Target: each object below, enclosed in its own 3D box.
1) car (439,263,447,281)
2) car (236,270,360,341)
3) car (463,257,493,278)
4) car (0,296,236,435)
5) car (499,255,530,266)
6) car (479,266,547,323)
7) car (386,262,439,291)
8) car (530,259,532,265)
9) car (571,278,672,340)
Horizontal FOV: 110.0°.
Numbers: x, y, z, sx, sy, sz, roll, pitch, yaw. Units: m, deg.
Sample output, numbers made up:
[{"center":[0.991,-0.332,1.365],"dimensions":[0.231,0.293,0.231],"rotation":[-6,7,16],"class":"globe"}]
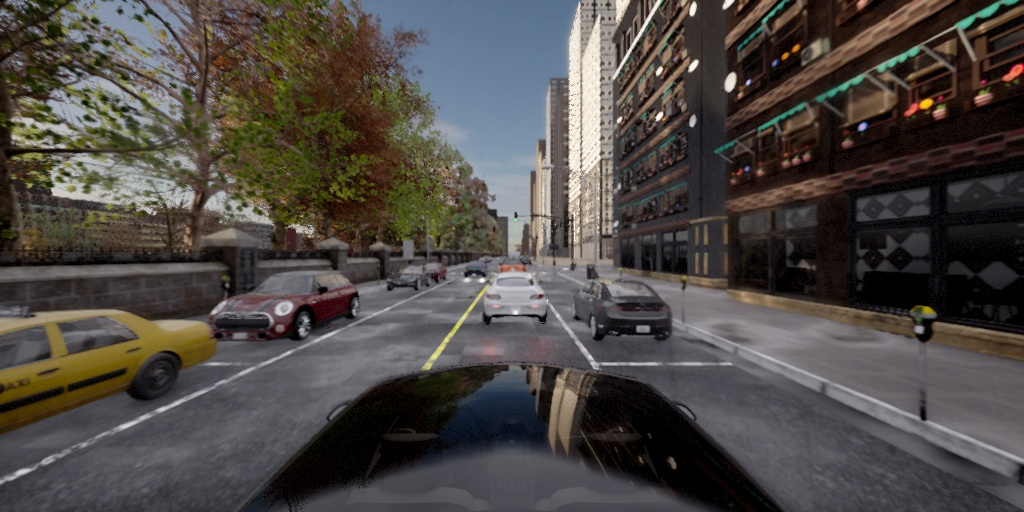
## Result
[{"center":[-5.860,1.132,26.123],"dimensions":[1.888,1.381,4.507],"rotation":[0,0,0],"class":"car"},{"center":[-5.704,1.137,9.508],"dimensions":[1.967,1.591,4.097],"rotation":[0,0,0],"class":"car"},{"center":[-3.067,1.099,31.695],"dimensions":[2.033,1.411,5.357],"rotation":[0,0,0],"class":"car"},{"center":[-5.694,1.260,3.799],"dimensions":[1.751,1.417,4.829],"rotation":[0,0,0],"class":"car"},{"center":[0.057,0.929,27.708],"dimensions":[2.097,1.767,4.553],"rotation":[0,0,0],"class":"car"},{"center":[0.084,1.209,11.664],"dimensions":[1.812,1.442,4.674],"rotation":[0,0,0],"class":"car"},{"center":[-5.799,1.174,20.584],"dimensions":[2.007,1.370,4.403],"rotation":[0,0,0],"class":"car"},{"center":[2.588,0.922,64.054],"dimensions":[1.948,1.339,4.313],"rotation":[0,0,0],"class":"car"},{"center":[2.676,1.248,9.524],"dimensions":[2.007,1.370,4.403],"rotation":[0,0,0],"class":"car"}]
